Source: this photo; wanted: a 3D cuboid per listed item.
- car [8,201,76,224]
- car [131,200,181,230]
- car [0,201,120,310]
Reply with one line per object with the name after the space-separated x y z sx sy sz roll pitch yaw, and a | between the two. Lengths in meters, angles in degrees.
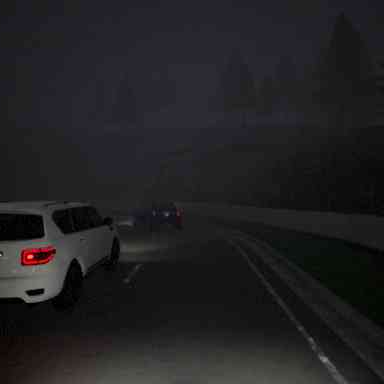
-11.462 1.490 25.355 5.008 1.535 1.882 0 -1 26 | car
-2.448 1.380 21.626 2.097 1.767 4.553 0 0 -27 | car
-3.318 1.226 7.985 2.150 2.045 5.566 0 0 1 | car
